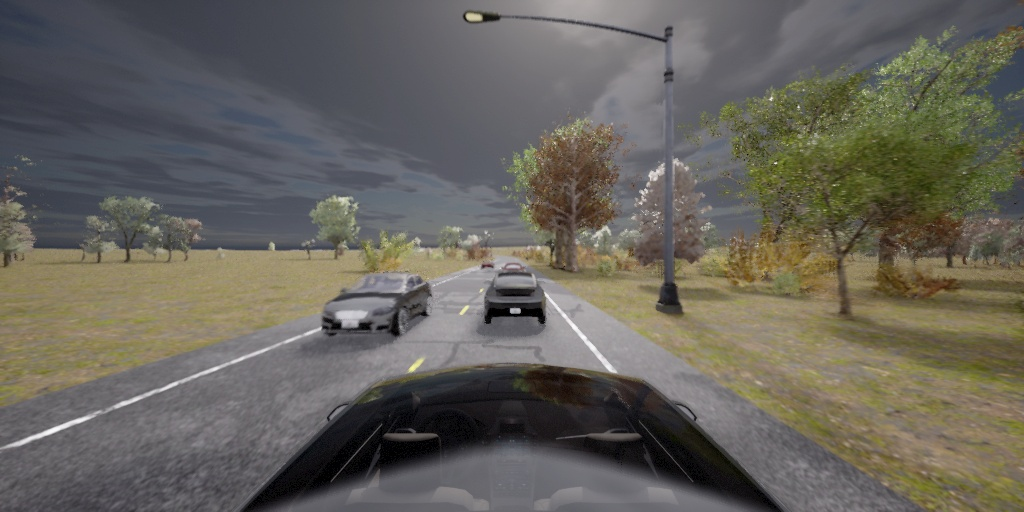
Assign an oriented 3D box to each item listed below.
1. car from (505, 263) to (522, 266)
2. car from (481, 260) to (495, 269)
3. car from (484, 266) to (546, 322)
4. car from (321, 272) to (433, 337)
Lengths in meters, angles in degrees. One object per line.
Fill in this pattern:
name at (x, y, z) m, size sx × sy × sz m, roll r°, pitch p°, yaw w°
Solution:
car at (0.092, 1.256, 28.901) m, size 1.812 × 1.442 × 4.674 m, roll 0°, pitch 0°, yaw 0°
car at (-3.579, 1.294, 53.225) m, size 1.895 × 1.301 × 4.718 m, roll 0°, pitch 0°, yaw 0°
car at (0.093, 1.251, 12.213) m, size 1.837 × 1.490 × 4.892 m, roll 0°, pitch 0°, yaw 0°
car at (-3.602, 1.239, 10.415) m, size 2.128 × 1.511 × 4.902 m, roll 0°, pitch 0°, yaw 0°
